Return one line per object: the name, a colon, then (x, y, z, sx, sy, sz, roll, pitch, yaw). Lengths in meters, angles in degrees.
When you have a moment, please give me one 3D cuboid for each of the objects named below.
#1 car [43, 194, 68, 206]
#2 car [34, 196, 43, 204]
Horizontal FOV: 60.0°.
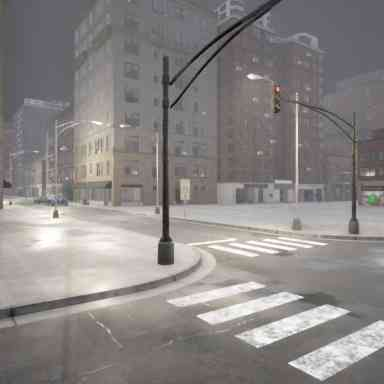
car: (-19.612, 1.119, 48.219, 2.097, 1.767, 4.553, 0, 0, -36)
car: (-25.409, 1.288, 56.331, 1.994, 1.385, 4.181, 0, 0, -36)
